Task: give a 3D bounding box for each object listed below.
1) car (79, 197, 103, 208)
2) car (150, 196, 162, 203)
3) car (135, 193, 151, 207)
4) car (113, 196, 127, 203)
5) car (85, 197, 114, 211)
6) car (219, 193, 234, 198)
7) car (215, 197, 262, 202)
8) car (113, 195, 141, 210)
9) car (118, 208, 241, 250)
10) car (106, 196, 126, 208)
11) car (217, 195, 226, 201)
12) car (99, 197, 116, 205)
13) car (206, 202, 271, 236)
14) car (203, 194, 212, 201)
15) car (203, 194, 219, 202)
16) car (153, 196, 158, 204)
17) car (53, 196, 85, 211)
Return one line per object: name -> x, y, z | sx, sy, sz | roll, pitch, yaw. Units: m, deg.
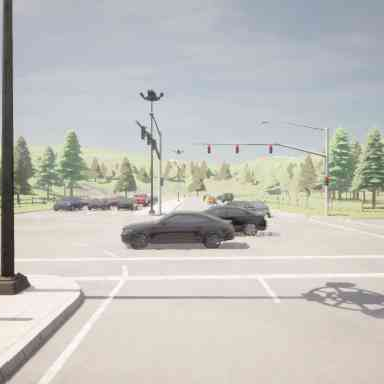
car -> -15.026, 1.547, 49.824 | 2.033, 1.411, 5.357 | 0, 0, 0
car -> -7.870, 1.526, 72.676 | 2.033, 1.411, 5.357 | 0, 0, 0
car -> -8.022, 1.221, 51.668 | 2.150, 2.045, 5.566 | 0, 0, 0
car -> -14.899, 1.499, 69.173 | 1.837, 1.490, 4.892 | 0, 0, 0
car -> -11.541, 1.564, 41.617 | 1.994, 1.385, 4.181 | 0, 0, 0
car -> 7.211, 1.218, 67.607 | 2.150, 2.045, 5.566 | 0, -1, 0
car -> 3.902, 1.505, 28.882 | 1.837, 1.490, 4.892 | -3, 1, -15
car -> -8.037, 1.478, 41.734 | 1.882, 1.535, 5.008 | 0, 0, 0
car -> -0.553, 1.525, 13.790 | 4.674, 1.442, 1.812 | 0, 0, -3
car -> -11.523, 1.478, 50.595 | 1.882, 1.535, 5.008 | 0, 0, 0
car -> 7.364, 1.478, 83.845 | 1.882, 1.535, 5.008 | 0, 0, 2
car -> -14.994, 1.564, 59.062 | 1.994, 1.385, 4.181 | 0, 0, 0
car -> 1.465, 1.477, 17.649 | 5.008, 1.535, 1.882 | 0, 0, -3
car -> 3.867, 1.355, 83.996 | 2.097, 1.767, 4.553 | 0, 0, 2
car -> 3.694, 1.477, 65.097 | 1.882, 1.535, 5.008 | 0, 0, 0
car -> -7.973, 1.547, 62.007 | 2.033, 1.411, 5.357 | 0, 0, 0
car -> -15.044, 1.352, 40.365 | 2.097, 1.767, 4.553 | 0, 0, 0
